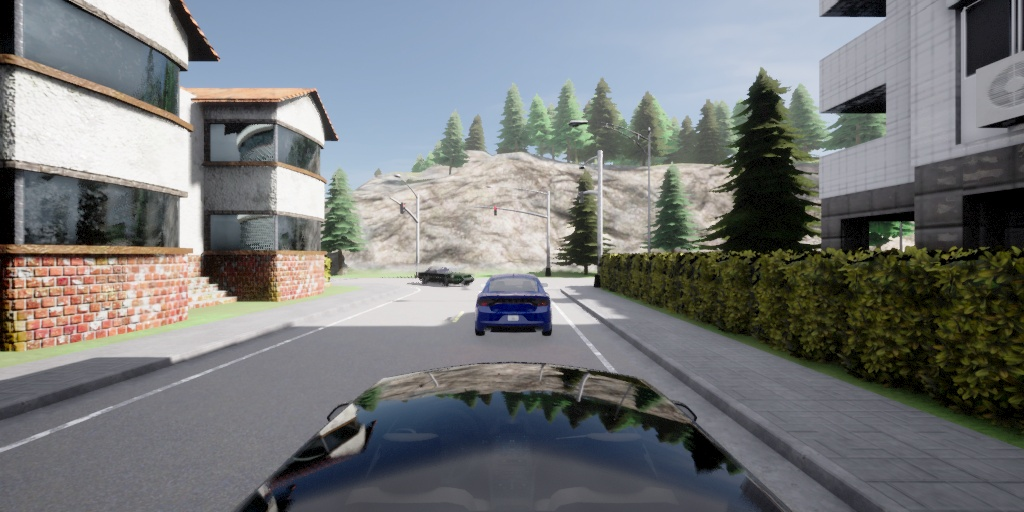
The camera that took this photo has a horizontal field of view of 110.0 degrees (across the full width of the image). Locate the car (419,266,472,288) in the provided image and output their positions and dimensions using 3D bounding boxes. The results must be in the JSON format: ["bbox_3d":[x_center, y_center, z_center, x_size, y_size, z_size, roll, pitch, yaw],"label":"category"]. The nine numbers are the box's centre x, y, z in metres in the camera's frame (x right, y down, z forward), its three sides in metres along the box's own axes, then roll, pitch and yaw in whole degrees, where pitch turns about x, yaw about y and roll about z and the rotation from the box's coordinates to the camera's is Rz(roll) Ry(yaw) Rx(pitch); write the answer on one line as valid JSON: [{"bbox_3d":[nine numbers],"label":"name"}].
[{"bbox_3d":[-4.437,1.351,24.126,1.895,1.301,4.718,0,0,-40],"label":"car"}]

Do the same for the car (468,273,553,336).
[{"bbox_3d":[0.049,1.228,10.431,1.882,1.535,5.008,0,0,0],"label":"car"}]
